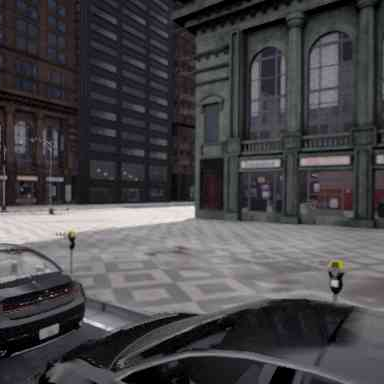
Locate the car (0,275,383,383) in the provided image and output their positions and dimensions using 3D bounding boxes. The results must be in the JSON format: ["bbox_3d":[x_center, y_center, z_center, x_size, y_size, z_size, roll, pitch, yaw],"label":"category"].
[{"bbox_3d":[0.632,1.565,2.501,4.313,1.339,1.947,0,1,36],"label":"car"}]

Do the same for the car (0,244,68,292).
[{"bbox_3d":[-3.601,1.545,5.525,4.403,1.369,2.008,0,1,36],"label":"car"}]
